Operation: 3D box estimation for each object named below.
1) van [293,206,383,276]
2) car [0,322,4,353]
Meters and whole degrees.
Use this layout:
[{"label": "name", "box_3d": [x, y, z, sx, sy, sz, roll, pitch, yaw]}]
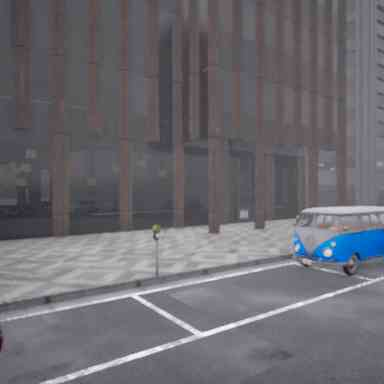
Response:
[{"label": "van", "box_3d": [4.769, 1.328, 10.049, 3.998, 1.788, 1.690, 0, 0, -35]}, {"label": "car", "box_3d": [-4.410, 1.443, 3.506, 4.097, 1.590, 1.967, 0, 0, -35]}]
